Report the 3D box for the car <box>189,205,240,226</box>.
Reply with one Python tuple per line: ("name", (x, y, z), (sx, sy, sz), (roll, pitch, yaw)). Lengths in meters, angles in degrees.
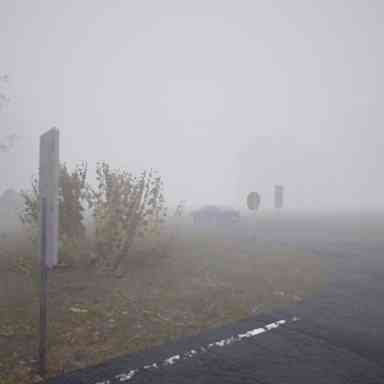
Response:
("car", (1.665, 1.761, 26.178), (1.882, 1.535, 5.008), (1, -1, -34))
